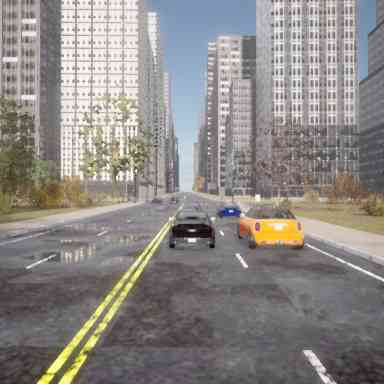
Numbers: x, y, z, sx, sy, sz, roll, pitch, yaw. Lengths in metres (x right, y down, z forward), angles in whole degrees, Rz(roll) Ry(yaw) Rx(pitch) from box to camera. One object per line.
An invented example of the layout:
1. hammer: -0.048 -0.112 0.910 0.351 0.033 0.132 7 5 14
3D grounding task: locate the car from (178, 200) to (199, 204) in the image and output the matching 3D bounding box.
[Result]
1. car: 0.011 1.566 29.628 1.994 1.385 4.181 0 0 0

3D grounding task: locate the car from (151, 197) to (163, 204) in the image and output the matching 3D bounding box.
1. car: -6.477 1.558 62.655 1.994 1.385 4.181 0 0 0

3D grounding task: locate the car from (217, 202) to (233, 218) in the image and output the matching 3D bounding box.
1. car: 3.261 1.566 29.627 1.994 1.385 4.181 0 0 0

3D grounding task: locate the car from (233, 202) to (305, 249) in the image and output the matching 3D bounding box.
1. car: 3.255 1.365 14.596 2.097 1.767 4.553 0 0 0

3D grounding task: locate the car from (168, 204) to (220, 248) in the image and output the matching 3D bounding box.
1. car: 0.005 1.516 14.627 1.837 1.490 4.892 0 0 0

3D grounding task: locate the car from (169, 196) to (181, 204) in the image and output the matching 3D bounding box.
1. car: -3.227 1.519 62.654 1.837 1.490 4.892 0 0 0
